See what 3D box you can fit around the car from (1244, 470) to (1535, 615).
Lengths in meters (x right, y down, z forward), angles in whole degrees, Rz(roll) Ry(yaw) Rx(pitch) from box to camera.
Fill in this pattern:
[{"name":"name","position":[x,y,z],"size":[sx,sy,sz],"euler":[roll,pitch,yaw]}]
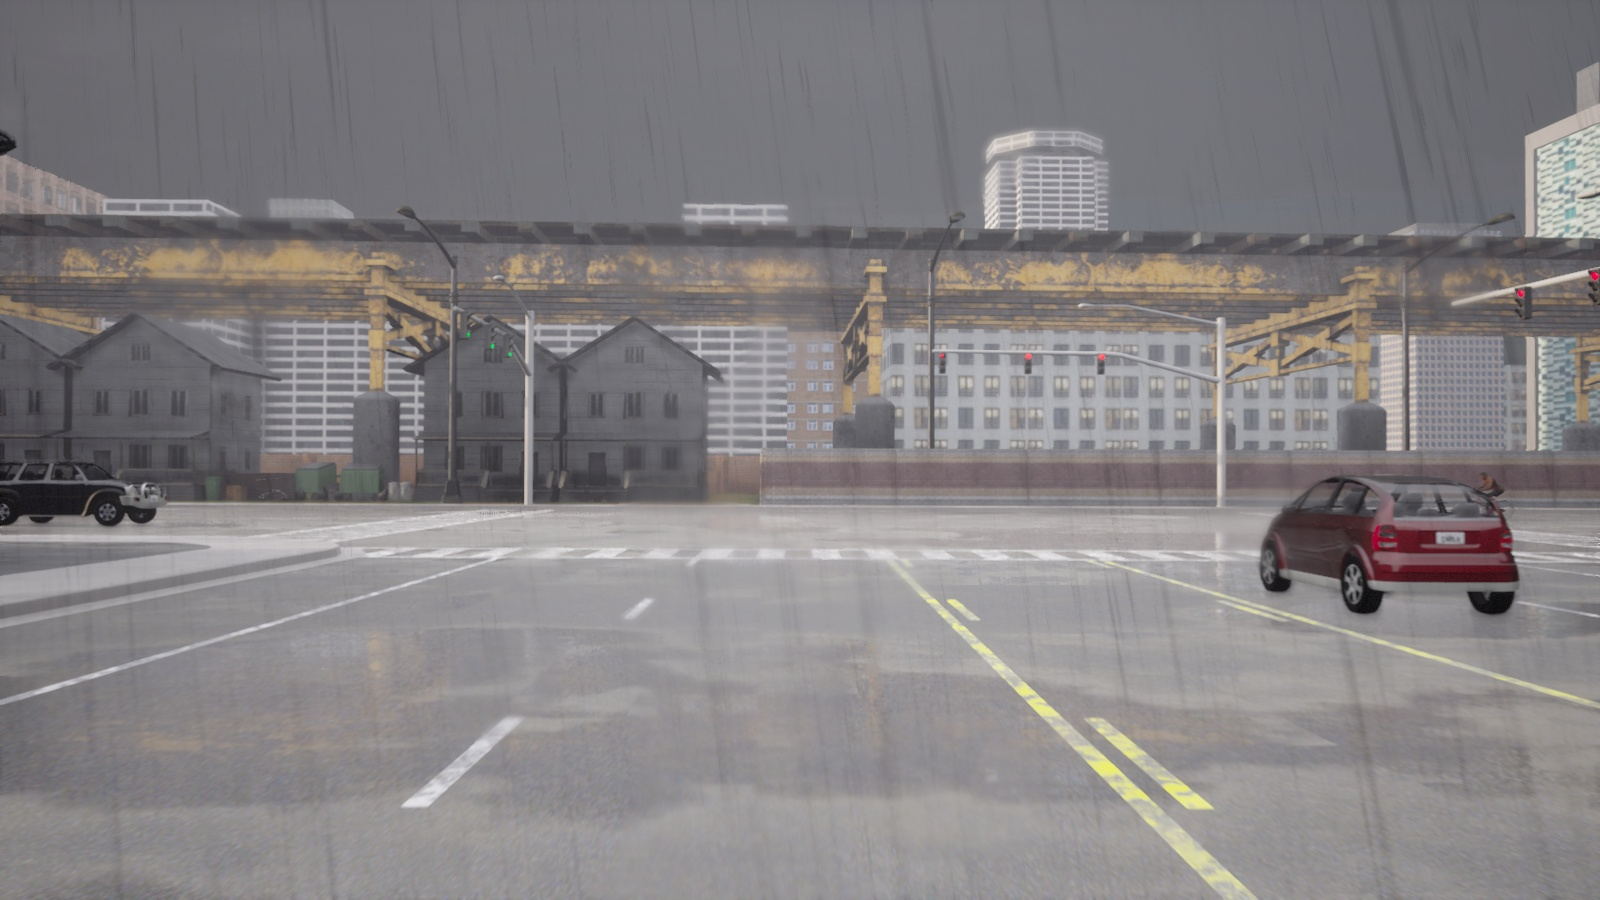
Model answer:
[{"name":"car","position":[6.962,1.020,15.290],"size":[1.789,1.549,3.705],"euler":[0,-1,0]}]

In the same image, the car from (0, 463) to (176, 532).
[{"name":"car","position":[-19.993,1.291,34.648],"size":[4.605,1.855,1.932],"euler":[0,-1,0]}]
